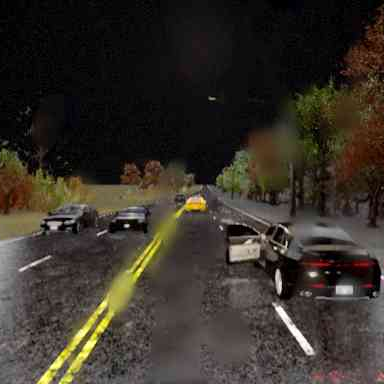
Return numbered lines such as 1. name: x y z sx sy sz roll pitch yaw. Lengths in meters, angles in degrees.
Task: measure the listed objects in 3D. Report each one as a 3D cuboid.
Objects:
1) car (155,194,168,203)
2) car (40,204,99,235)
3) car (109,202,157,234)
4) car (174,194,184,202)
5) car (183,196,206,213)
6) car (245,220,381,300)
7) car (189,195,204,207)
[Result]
1. car: -5.516 1.153 60.700 2.128 1.511 4.902 0 0 2
2. car: -6.473 1.403 18.089 2.128 1.511 4.902 0 0 1
3. car: -3.217 1.474 18.488 1.994 1.385 4.181 0 0 1
4. car: -2.212 1.159 62.026 1.837 1.490 4.892 0 1 2
5. car: 0.427 1.304 34.205 1.882 1.535 5.008 0 0 2
6. car: 2.702 1.466 8.284 1.837 1.490 4.892 0 0 0
7. car: 0.678 1.240 47.342 2.128 1.511 4.902 0 0 2
